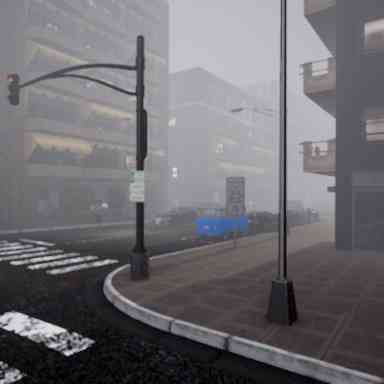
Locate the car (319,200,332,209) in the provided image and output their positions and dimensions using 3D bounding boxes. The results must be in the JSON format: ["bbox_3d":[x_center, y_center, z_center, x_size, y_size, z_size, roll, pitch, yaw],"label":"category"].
[{"bbox_3d":[26.898,2.671,69.118,2.192,1.841,5.009,-1,-2,35],"label":"car"}]

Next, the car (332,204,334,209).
[{"bbox_3d":[30.102,3.007,73.633,1.887,1.381,4.507,-1,-2,35],"label":"car"}]

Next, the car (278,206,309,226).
[{"bbox_3d":[8.114,2.127,28.173,1.802,1.307,4.206,-1,-2,35],"label":"car"}]

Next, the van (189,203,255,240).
[{"bbox_3d":[1.846,1.674,19.042,1.690,1.788,3.998,-1,-2,35],"label":"van"}]

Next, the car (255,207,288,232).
[{"bbox_3d":[4.911,2.004,23.655,1.947,1.339,4.313,-1,-2,35],"label":"car"}]

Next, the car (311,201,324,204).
[{"bbox_3d":[23.695,2.832,64.593,1.802,1.307,4.206,-1,-2,35],"label":"car"}]

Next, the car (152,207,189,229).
[{"bbox_3d":[-0.999,1.862,25.246,2.128,1.511,4.902,0,-1,35],"label":"car"}]

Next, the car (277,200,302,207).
[{"bbox_3d":[13.521,2.075,45.627,2.150,2.045,5.566,0,-1,36],"label":"car"}]

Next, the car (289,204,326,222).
[{"bbox_3d":[11.317,2.203,32.694,2.008,1.369,4.403,-1,-2,35],"label":"car"}]
